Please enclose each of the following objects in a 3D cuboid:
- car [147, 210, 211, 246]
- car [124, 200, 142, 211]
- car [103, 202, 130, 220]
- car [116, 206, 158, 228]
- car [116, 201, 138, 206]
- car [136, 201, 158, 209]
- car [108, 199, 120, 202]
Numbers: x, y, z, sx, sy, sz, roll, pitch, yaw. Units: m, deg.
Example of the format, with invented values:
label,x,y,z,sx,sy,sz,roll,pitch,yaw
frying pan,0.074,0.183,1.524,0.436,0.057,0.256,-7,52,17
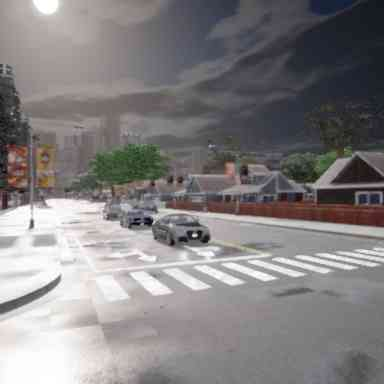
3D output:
label,x,y,z,sx,sy,sz,roll,pitch,yaw
car,-0.636,1.843,17.066,1.994,1.385,4.181,0,-1,-23
car,-10.166,2.349,57.064,2.097,1.767,4.553,0,-1,-23
car,-8.354,2.153,35.599,1.837,1.490,4.892,0,-1,-22
car,-4.447,2.063,26.202,1.895,1.301,4.718,0,-1,-23
car,-9.372,2.358,46.806,1.812,1.442,4.674,0,-1,-22
car,-6.491,2.178,48.267,2.097,1.767,4.553,0,-1,-22
car,-13.190,2.230,55.870,2.150,2.045,5.566,0,-1,-23
